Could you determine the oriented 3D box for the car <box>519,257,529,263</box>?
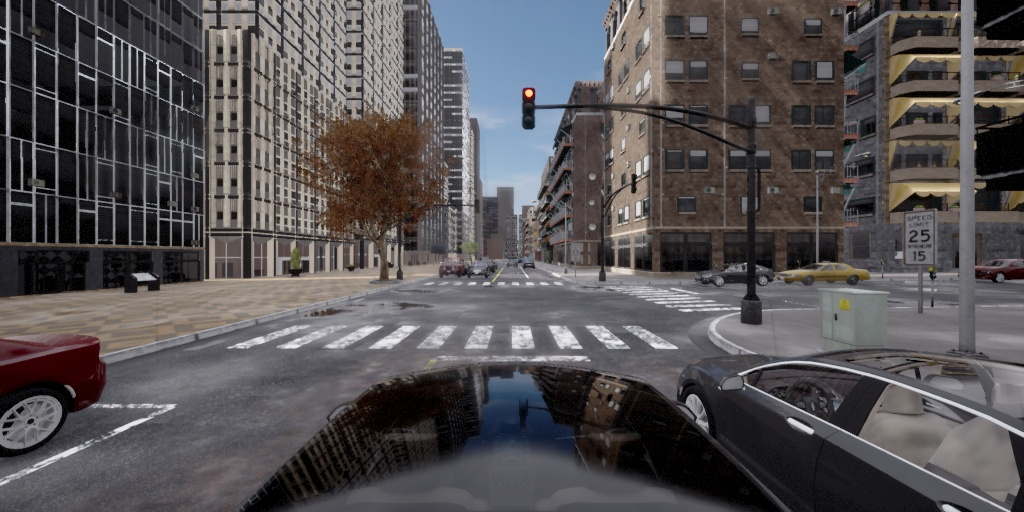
[{"bbox_3d":[2.685,1.315,62.503,1.751,1.417,4.829,0,0,0],"label":"car"}]

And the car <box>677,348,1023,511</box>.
[{"bbox_3d":[2.689,1.300,2.332,2.007,1.370,4.403,0,0,0],"label":"car"}]

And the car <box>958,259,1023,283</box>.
[{"bbox_3d":[30.135,0.859,21.919,4.507,1.381,1.888,0,0,-1],"label":"car"}]

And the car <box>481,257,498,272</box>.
[{"bbox_3d":[-3.101,1.124,43.381,2.097,1.767,4.553,0,0,0],"label":"car"}]

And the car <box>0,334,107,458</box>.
[{"bbox_3d":[-5.691,1.295,2.331,1.888,1.381,4.507,0,0,0],"label":"car"}]

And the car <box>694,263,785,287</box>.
[{"bbox_3d":[13.434,1.095,21.749,4.403,1.370,2.007,0,0,-1],"label":"car"}]

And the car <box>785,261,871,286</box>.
[{"bbox_3d":[18.831,0.993,21.804,4.829,1.417,1.751,0,0,-1],"label":"car"}]

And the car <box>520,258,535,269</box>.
[{"bbox_3d":[2.686,1.349,56.810,1.948,1.339,4.313,0,0,0],"label":"car"}]

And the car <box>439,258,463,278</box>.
[{"bbox_3d":[-5.694,1.079,34.719,2.192,1.841,5.009,0,0,0],"label":"car"}]

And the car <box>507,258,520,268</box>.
[{"bbox_3d":[0.098,1.284,64.100,2.128,1.511,4.902,0,0,0],"label":"car"}]

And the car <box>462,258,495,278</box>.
[{"bbox_3d":[-3.103,1.255,34.209,2.128,1.511,4.902,0,0,0],"label":"car"}]
